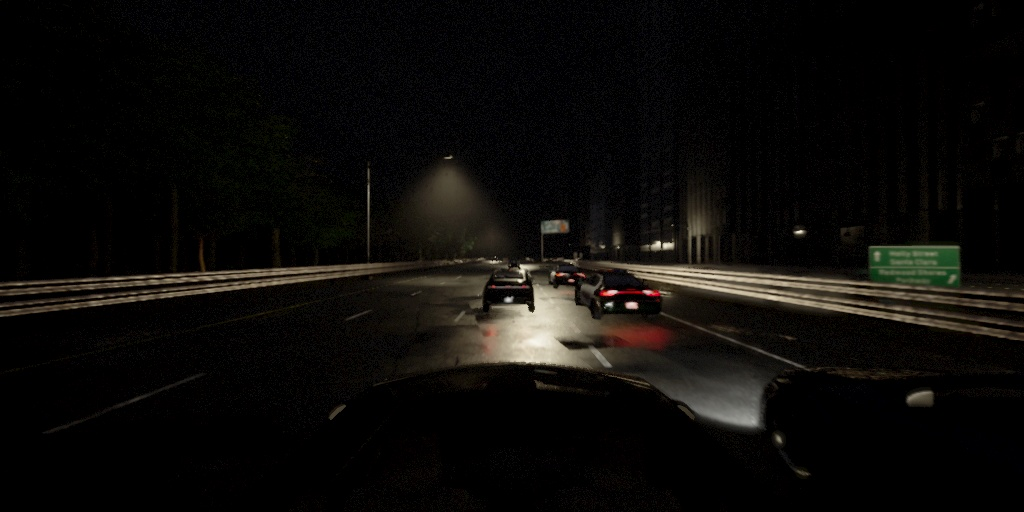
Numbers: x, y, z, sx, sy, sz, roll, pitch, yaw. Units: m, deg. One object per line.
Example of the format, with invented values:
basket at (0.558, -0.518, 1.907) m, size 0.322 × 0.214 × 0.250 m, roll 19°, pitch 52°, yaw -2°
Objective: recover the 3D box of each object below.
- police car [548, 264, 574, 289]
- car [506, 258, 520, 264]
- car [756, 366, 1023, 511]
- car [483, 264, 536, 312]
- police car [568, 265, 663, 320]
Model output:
police car at (3.546, 1.300, 23.895) m, size 2.038 × 1.542 × 4.974 m, roll 0°, pitch 0°, yaw 0°
car at (0.345, 1.463, 57.565) m, size 1.895 × 1.301 × 4.718 m, roll 0°, pitch 0°, yaw 1°
car at (3.498, 1.312, 1.952) m, size 1.994 × 1.385 × 4.181 m, roll 0°, pitch 0°, yaw 0°
car at (-0.087, 1.267, 14.445) m, size 2.128 × 1.511 × 4.902 m, roll 0°, pitch 0°, yaw 1°
police car at (3.510, 1.278, 12.923) m, size 2.038 × 1.542 × 4.974 m, roll 0°, pitch 0°, yaw 0°
